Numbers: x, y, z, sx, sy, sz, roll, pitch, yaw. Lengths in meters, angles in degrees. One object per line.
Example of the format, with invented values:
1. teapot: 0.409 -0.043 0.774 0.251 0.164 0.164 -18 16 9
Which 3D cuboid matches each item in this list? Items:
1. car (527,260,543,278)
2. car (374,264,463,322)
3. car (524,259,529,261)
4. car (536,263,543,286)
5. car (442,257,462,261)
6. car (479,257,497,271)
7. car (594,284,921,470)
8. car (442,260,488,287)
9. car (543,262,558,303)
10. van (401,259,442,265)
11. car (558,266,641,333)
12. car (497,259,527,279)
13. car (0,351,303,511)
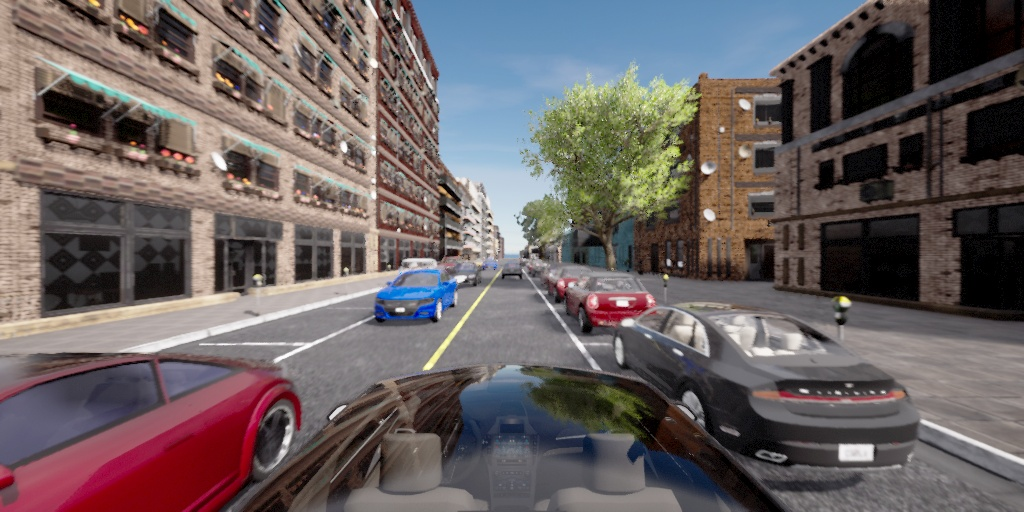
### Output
1. car: 2.689 1.249 33.470 2.007 1.370 4.403 0 0 0
2. car: -3.082 1.208 12.373 1.882 1.535 5.008 0 0 0
3. car: 2.689 1.133 39.166 1.967 1.591 4.097 0 0 0
4. car: 2.690 1.296 22.077 1.802 1.307 4.207 0 0 0
5. car: -5.691 1.013 33.471 2.192 1.841 5.009 0 0 0
6. car: -3.001 1.209 49.147 1.882 1.535 5.008 0 0 0
7. car: 2.690 1.295 4.986 2.007 1.370 4.403 0 0 0
8. car: -3.068 1.202 24.044 2.128 1.511 4.902 0 0 0
9. car: 2.690 1.163 16.379 1.967 1.591 4.097 0 0 0
10. van: -5.691 1.054 22.078 1.690 1.789 3.998 0 0 0
11. car: 2.690 1.174 10.683 1.967 1.591 4.097 0 0 0
12. car: 0.003 1.248 31.745 2.033 1.411 5.357 0 0 0
13. car: -3.082 1.314 1.869 1.994 1.385 4.181 0 0 0
